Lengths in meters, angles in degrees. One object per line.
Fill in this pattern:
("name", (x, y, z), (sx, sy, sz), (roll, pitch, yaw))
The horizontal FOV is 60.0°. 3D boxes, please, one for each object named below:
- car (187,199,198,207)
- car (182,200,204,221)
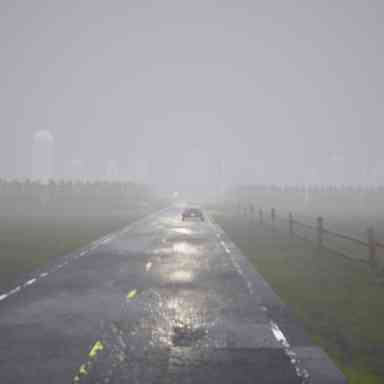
("car", (0.150, 1.992, 59.437), (1.895, 1.301, 4.718), (0, 0, 0))
("car", (0.088, 1.704, 29.185), (1.812, 1.442, 4.674), (0, 0, 1))
